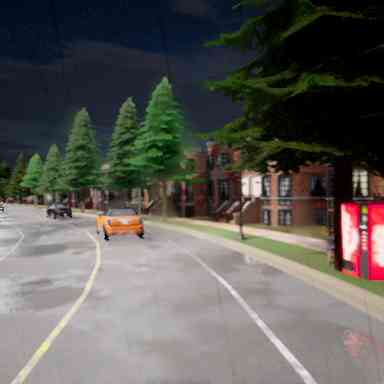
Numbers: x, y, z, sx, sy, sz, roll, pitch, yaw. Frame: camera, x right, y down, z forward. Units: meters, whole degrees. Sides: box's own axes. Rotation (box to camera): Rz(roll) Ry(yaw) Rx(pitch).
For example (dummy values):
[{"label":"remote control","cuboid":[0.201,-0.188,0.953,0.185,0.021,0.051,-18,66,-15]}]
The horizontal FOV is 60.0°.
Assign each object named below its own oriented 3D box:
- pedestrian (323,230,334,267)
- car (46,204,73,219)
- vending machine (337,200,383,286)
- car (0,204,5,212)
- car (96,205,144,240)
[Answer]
[{"label":"pedestrian","cuboid":[4.124,1.607,9.825,0.500,1.100,0.500,0,-1,-11]},{"label":"car","cuboid":[-14.067,2.030,35.195,1.837,1.490,4.892,0,-1,-35]},{"label":"vending machine","cuboid":[4.583,1.263,8.715,1.100,2.100,0.880,0,-1,-10]},{"label":"car","cuboid":[-30.341,2.449,51.867,1.895,1.301,4.718,0,-1,-35]},{"label":"car","cuboid":[-4.237,1.609,19.034,2.097,1.767,4.553,0,-1,-22]}]
